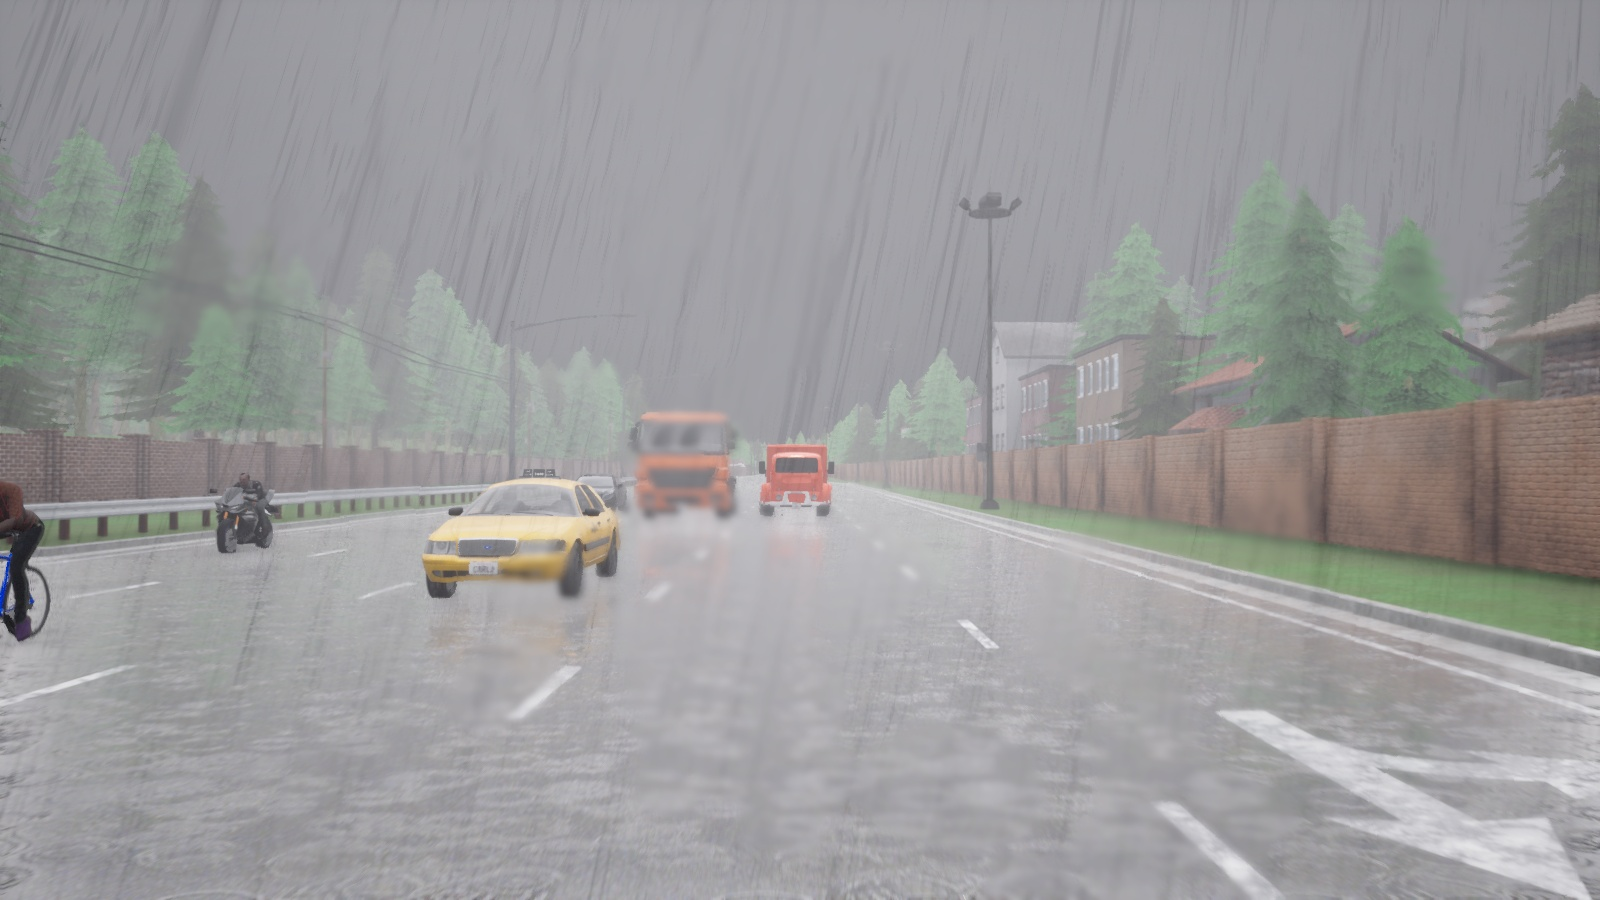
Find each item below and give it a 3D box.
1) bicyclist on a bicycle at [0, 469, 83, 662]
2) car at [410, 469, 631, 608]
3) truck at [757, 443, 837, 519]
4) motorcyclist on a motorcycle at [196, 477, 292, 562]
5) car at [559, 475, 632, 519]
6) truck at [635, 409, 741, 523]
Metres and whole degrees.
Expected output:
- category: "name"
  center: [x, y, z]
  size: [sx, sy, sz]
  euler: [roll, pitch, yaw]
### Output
- category: "bicyclist on a bicycle"
  center: [-7.028, 0.979, 10.962]
  size: [0.582, 1.620, 1.656]
  euler: [0, -1, 0]
- category: "car"
  center: [-3.543, 1.052, 16.978]
  size: [1.801, 1.575, 5.366]
  euler: [0, -1, 0]
- category: "truck"
  center: [-0.110, 1.060, 43.679]
  size: [2.627, 2.467, 5.204]
  euler: [0, -1, 0]
- category: "motorcyclist on a motorcycle"
  center: [-10.560, 1.293, 23.952]
  size: [0.866, 1.530, 2.191]
  euler: [0, -1, 0]
- category: "car"
  center: [-7.110, 1.608, 44.131]
  size: [1.812, 1.442, 4.674]
  euler: [0, -1, 0]
- category: "truck"
  center: [-3.610, 0.559, 42.496]
  size: [2.891, 3.462, 7.936]
  euler: [0, -1, 0]
